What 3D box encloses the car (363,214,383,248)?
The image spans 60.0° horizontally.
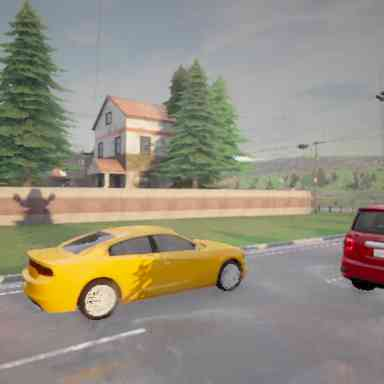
[{"bbox_3d":[9.987,1.712,15.193,4.718,1.301,1.895,0,0,-36],"label":"car"}]

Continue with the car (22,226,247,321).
[{"bbox_3d":[-0.967,1.500,7.412,5.008,1.535,1.882,0,0,-35],"label":"car"}]

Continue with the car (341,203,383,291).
[{"bbox_3d":[5.822,1.283,7.920,5.566,2.045,2.150,0,0,-35],"label":"car"}]
